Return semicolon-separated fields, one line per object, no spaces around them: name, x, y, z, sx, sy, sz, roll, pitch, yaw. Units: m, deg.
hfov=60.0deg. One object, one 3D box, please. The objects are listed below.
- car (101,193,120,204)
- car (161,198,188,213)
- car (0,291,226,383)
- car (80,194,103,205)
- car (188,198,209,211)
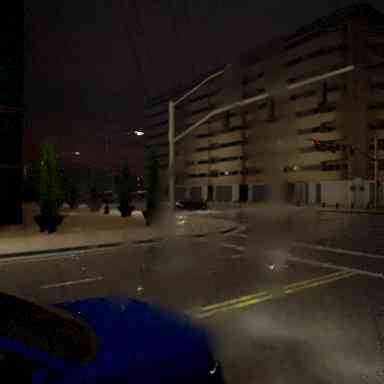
car;-13.900;1.324;57.087;2.128;1.511;4.902;0;0;-35
car;-2.698;1.376;35.052;1.812;1.442;4.674;0;0;-35
car;-1.995;1.479;2.380;5.008;1.535;1.882;0;0;-35
car;-17.056;1.450;55.500;1.895;1.301;4.718;0;0;-35
car;0.085;1.396;37.181;1.994;1.385;4.181;0;0;-35
